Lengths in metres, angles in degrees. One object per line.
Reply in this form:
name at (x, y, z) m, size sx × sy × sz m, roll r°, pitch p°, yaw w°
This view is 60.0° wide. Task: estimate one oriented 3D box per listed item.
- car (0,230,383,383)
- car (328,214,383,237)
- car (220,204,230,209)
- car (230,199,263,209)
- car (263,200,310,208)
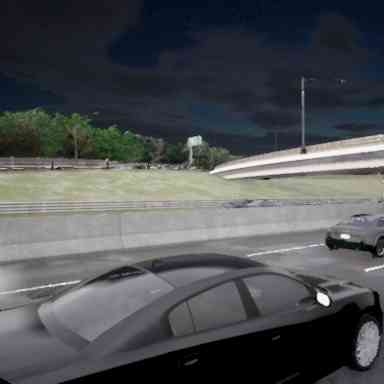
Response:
car at (0.329, 1.465, 3.938) m, size 5.008 × 1.535 × 1.882 m, roll 0°, pitch 0°, yaw -35°
car at (7.041, 1.526, 12.810) m, size 4.181 × 1.385 × 1.994 m, roll 0°, pitch 0°, yaw -34°
car at (4.989, 1.432, 32.799) m, size 4.892 × 1.490 × 1.837 m, roll 0°, pitch 0°, yaw -34°
car at (5.935, 1.458, 29.217) m, size 4.674 × 1.442 × 1.812 m, roll 0°, pitch 0°, yaw -34°
car at (8.044, 1.500, 26.416) m, size 4.181 × 1.385 × 1.994 m, roll 0°, pitch 0°, yaw -34°
